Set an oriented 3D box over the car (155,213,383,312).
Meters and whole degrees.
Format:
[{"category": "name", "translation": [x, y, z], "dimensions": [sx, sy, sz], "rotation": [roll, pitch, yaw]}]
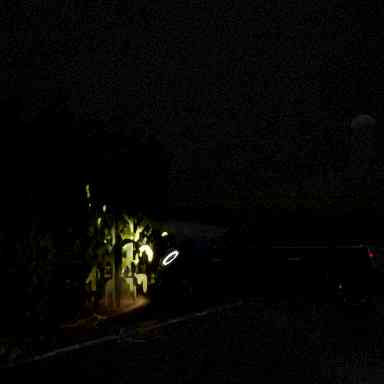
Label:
[{"category": "car", "translation": [1.504, 1.345, 7.374], "dimensions": [4.553, 1.767, 2.097], "rotation": [0, 0, 6]}]
